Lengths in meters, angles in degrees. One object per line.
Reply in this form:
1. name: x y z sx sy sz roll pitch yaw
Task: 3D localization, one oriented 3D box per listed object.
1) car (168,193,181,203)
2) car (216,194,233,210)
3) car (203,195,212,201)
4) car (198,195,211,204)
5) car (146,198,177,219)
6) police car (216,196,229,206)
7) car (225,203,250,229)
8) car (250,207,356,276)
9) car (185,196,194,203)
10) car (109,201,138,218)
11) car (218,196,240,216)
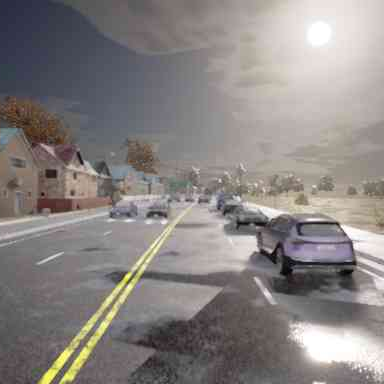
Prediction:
1. car: -3.712 1.231 70.707 2.150 2.045 5.566 0 0 4
2. car: 4.315 1.222 43.249 2.150 2.045 5.566 0 0 3
3. car: 3.933 1.441 84.281 2.033 1.411 5.357 0 0 6
4. car: 2.213 1.366 63.132 2.097 1.767 4.553 0 0 4
5. car: -2.832 1.547 29.732 2.033 1.411 5.357 0 0 2
6. police car: 4.917 1.430 54.257 1.930 1.638 5.238 0 0 3
7. car: 3.497 1.599 21.460 1.895 1.301 4.718 0 0 0
8. car: 3.314 1.432 10.403 2.033 1.649 4.856 0 0 1
9. car: -0.470 1.542 70.468 2.033 1.411 5.357 0 0 4
10. car: -6.064 1.525 29.991 1.812 1.442 4.674 0 0 2
11. car: 3.849 1.476 32.285 1.882 1.535 5.008 0 0 2
